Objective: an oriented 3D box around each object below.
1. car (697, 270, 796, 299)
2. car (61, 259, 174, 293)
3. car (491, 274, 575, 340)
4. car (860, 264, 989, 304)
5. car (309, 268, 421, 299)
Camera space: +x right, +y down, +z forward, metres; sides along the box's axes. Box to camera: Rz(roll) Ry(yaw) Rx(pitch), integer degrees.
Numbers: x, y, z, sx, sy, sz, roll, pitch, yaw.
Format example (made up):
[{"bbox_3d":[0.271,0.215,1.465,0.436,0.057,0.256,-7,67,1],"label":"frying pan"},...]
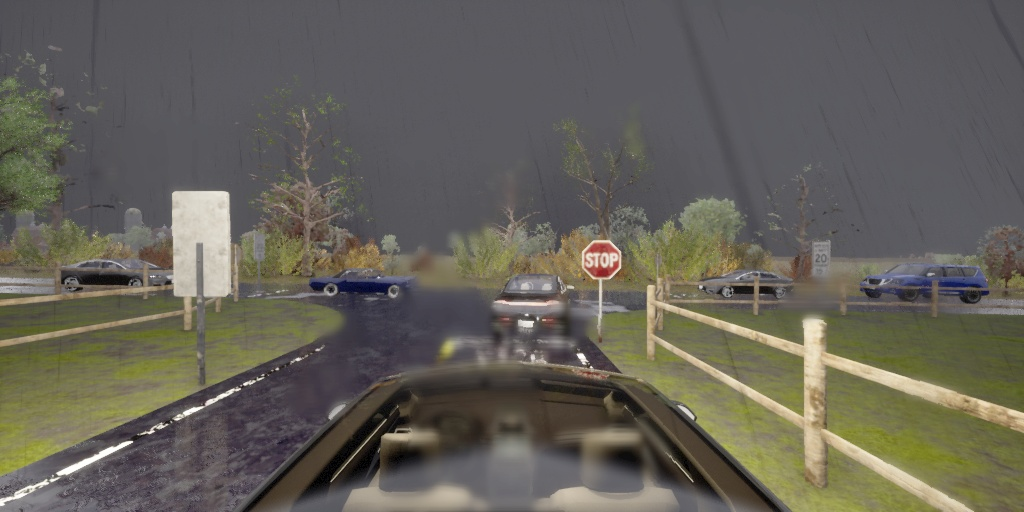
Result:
[{"bbox_3d":[12.999,1.525,20.006,4.902,1.511,2.128,1,1,0],"label":"car"},{"bbox_3d":[-18.494,0.885,17.087,4.902,1.511,2.128,1,1,0],"label":"car"},{"bbox_3d":[0.704,1.240,10.044,2.128,1.511,4.902,0,0,9],"label":"car"},{"bbox_3d":[22.894,1.466,19.998,5.566,2.045,2.150,1,1,0],"label":"car"},{"bbox_3d":[-6.826,1.248,17.074,4.718,1.301,1.895,1,1,0],"label":"car"}]
